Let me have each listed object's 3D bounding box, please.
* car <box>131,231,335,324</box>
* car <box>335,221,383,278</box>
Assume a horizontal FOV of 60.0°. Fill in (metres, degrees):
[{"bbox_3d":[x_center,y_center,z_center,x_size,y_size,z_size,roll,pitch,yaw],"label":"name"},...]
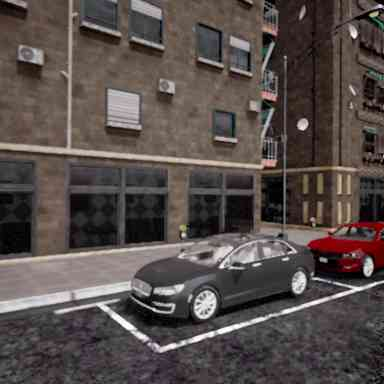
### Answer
[{"bbox_3d":[0.849,1.595,7.163,4.403,1.369,2.008,1,0,-36],"label":"car"},{"bbox_3d":[5.437,1.643,10.436,4.507,1.381,1.887,1,0,-36],"label":"car"}]
